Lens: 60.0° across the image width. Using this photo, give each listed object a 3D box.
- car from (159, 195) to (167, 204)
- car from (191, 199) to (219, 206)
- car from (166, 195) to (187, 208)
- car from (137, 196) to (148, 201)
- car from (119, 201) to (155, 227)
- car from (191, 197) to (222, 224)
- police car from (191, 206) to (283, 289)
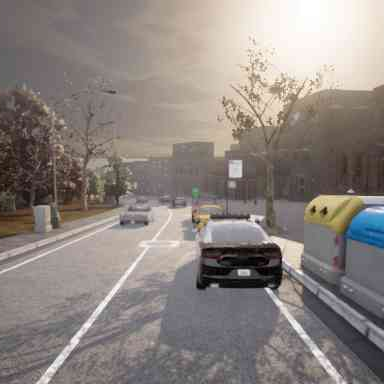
[{"bbox_3d":[-4.805,1.385,60.393,1.837,1.490,4.892,-2,0,-16],"label":"car"},{"bbox_3d":[1.024,1.418,19.368,1.801,1.575,5.366,0,0,0],"label":"car"},{"bbox_3d":[-1.954,1.383,46.905,2.128,1.511,4.902,-1,0,-10],"label":"car"},{"bbox_3d":[-9.566,1.489,64.105,1.837,1.490,4.892,-2,0,-16],"label":"car"},{"bbox_3d":[-3.675,1.557,22.756,1.895,1.301,4.718,0,0,-1],"label":"car"},{"bbox_3d":[1.009,1.300,25.201,2.097,1.767,4.553,0,0,-1],"label":"car"},{"bbox_3d":[1.038,1.407,9.242,1.930,1.638,5.238,0,0,0],"label":"police car"}]
